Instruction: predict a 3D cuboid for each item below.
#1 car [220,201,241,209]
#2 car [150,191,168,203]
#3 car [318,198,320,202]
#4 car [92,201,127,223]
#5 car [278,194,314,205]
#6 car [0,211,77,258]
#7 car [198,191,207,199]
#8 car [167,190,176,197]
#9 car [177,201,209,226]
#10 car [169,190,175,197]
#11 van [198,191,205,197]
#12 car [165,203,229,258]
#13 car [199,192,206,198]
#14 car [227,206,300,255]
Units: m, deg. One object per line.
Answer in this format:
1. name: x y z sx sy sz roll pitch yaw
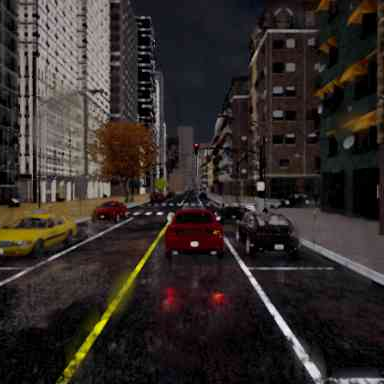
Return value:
1. car: 2.658 1.314 23.444 2.008 1.369 4.403 0 1 0
2. car: -5.764 0.778 55.817 2.192 1.841 5.009 0 1 0
3. car: 18.767 0.814 42.921 4.829 1.417 1.752 -1 1 -1
4. car: -5.722 1.310 23.433 1.887 1.381 4.507 0 1 0
5. car: 13.370 0.916 42.860 4.403 1.369 2.008 -1 1 -1
6. car: -5.707 1.402 12.198 1.752 1.417 4.829 0 1 0
7. car: 2.589 0.831 77.921 1.947 1.339 4.313 0 0 0
8. car: -5.814 0.443 94.476 2.192 1.841 5.009 0 0 0
9. car: 0.058 1.375 22.368 1.895 1.301 4.718 0 1 0
10. car: -5.807 0.740 88.956 1.947 1.339 4.313 0 0 0
11. van: 2.574 0.513 88.965 1.690 1.788 3.998 0 0 0
12. car: 0.075 1.352 12.275 1.882 1.535 5.008 0 1 0
13. car: 2.581 0.742 83.613 1.752 1.417 4.829 0 0 0
14. car: 2.673 1.423 12.378 2.008 1.369 4.403 0 1 0
